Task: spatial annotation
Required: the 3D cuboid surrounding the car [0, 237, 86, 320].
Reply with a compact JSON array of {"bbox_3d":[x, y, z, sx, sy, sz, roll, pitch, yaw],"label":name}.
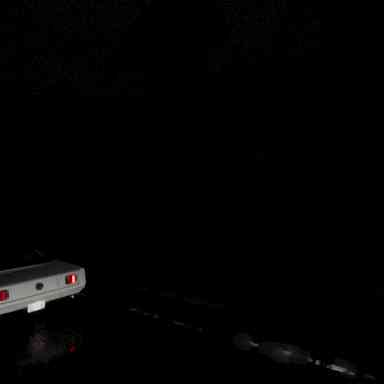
[{"bbox_3d":[-4.379,1.603,6.802,4.718,1.301,1.895,0,0,35],"label":"car"}]
